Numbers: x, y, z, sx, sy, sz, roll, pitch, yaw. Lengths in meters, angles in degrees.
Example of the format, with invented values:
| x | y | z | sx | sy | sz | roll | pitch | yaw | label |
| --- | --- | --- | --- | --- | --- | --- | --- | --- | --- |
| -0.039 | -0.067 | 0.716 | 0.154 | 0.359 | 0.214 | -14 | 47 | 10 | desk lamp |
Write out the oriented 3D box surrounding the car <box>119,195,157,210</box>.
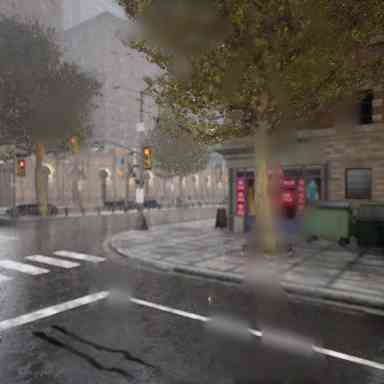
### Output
| x | y | z | sx | sy | sz | roll | pitch | yaw | label |
| --- | --- | --- | --- | --- | --- | --- | --- | --- | --- |
| -6.520 | 1.290 | 42.243 | 2.097 | 1.767 | 4.553 | 0 | 0 | 36 | car |

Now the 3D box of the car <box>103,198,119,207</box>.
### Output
| x | y | z | sx | sy | sz | roll | pitch | yaw | label |
| --- | --- | --- | --- | --- | --- | --- | --- | --- | --- |
| -10.485 | 1.515 | 48.116 | 1.895 | 1.301 | 4.718 | 0 | 0 | 36 | car |

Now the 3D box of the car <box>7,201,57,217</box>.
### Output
| x | y | z | sx | sy | sz | roll | pitch | yaw | label |
| --- | --- | --- | --- | --- | --- | --- | --- | --- | --- |
| -14.765 | 1.498 | 30.822 | 1.994 | 1.385 | 4.181 | 0 | 0 | 36 | car |

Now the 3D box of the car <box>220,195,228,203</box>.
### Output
| x | y | z | sx | sy | sz | roll | pitch | yaw | label |
| --- | --- | --- | --- | --- | --- | --- | --- | --- | --- |
| 6.956 | 1.286 | 60.794 | 2.097 | 1.767 | 4.553 | 0 | 0 | 36 | car |
